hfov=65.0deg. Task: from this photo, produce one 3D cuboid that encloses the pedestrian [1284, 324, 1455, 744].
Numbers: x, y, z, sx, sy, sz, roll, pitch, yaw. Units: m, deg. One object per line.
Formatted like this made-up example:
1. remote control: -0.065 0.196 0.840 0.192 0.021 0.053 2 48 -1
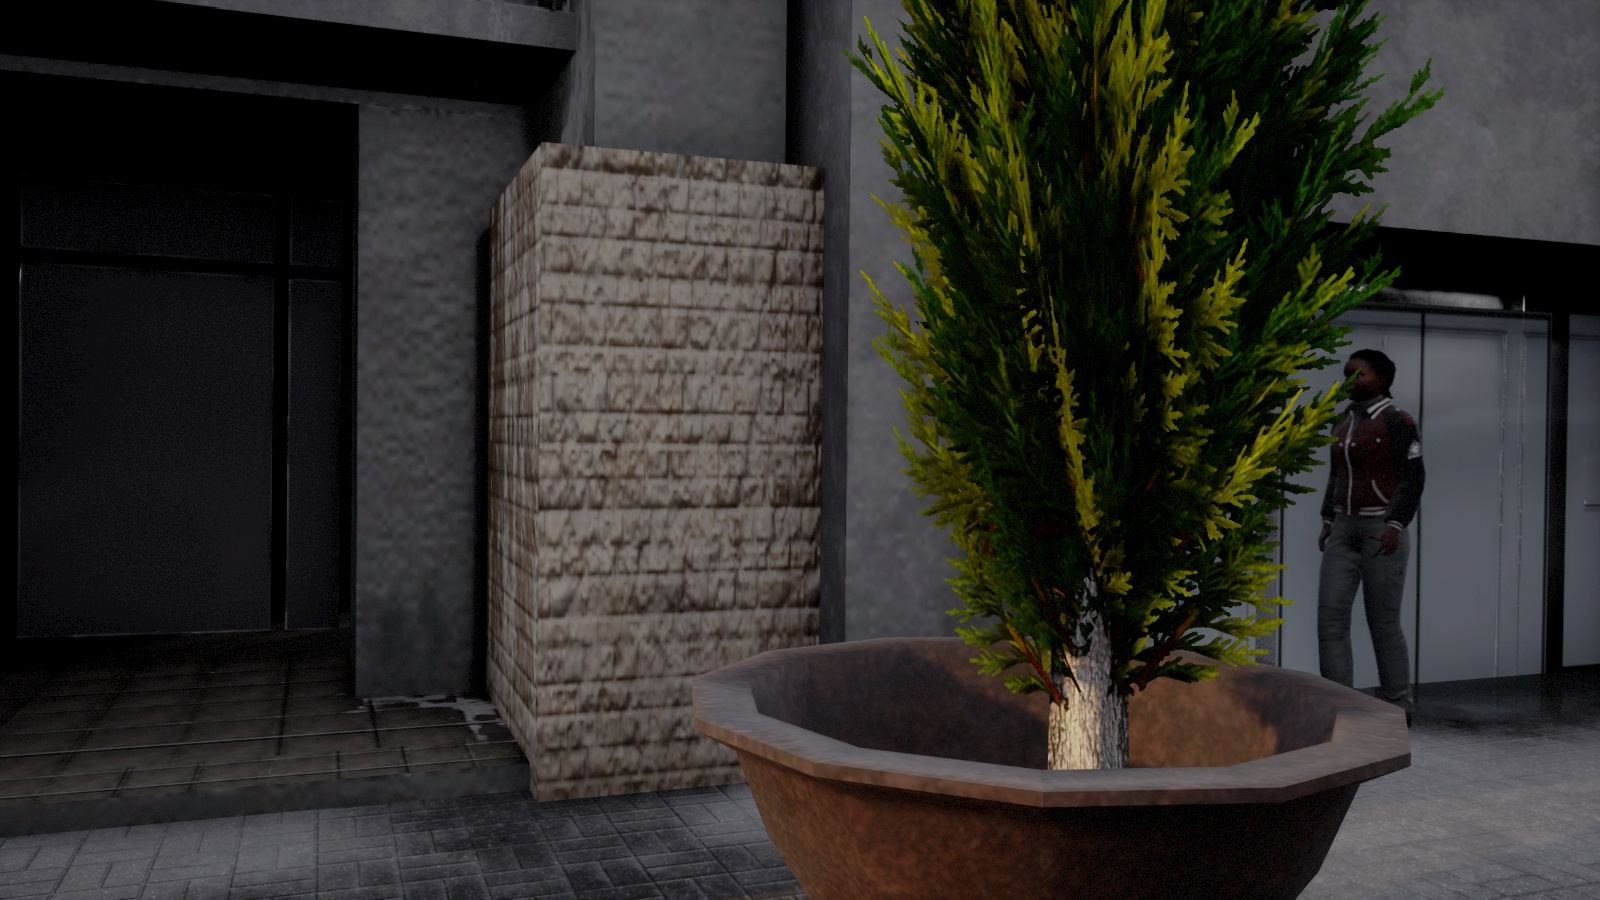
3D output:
1. pedestrian: 2.748 0.379 6.065 0.666 1.930 0.402 -1 1 -22
